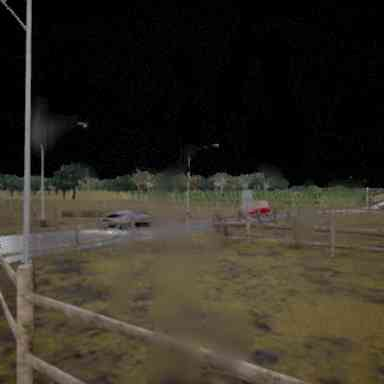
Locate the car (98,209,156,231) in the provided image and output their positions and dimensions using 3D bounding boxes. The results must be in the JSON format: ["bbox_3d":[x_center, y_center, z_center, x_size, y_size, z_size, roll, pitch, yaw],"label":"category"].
[{"bbox_3d":[-4.454,1.897,23.294,1.994,1.385,4.181,1,-1,35],"label":"car"}]

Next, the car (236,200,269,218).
[{"bbox_3d":[7.450,2.041,40.180,2.150,2.045,5.566,1,-1,35],"label":"car"}]
